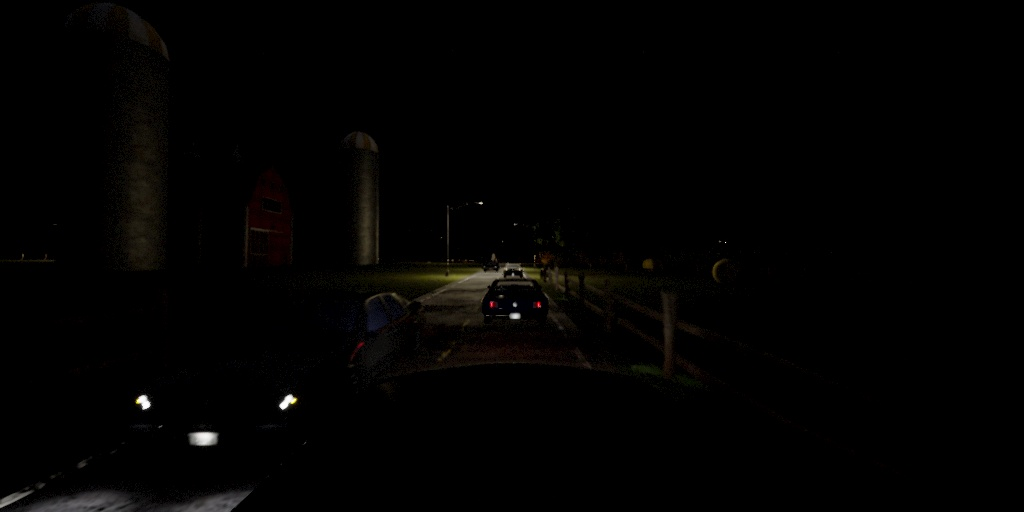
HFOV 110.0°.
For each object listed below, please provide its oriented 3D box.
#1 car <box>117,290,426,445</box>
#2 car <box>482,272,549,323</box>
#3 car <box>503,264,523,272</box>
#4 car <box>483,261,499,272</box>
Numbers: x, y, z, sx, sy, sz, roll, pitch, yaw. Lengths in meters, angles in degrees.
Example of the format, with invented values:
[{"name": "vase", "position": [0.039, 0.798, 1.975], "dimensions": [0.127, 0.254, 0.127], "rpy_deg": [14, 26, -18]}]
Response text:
[{"name": "car", "position": [-2.851, 1.311, 5.975], "dimensions": [2.033, 1.411, 5.357], "rpy_deg": [0, 0, 0]}, {"name": "car", "position": [0.097, 1.385, 12.168], "dimensions": [1.895, 1.301, 4.718], "rpy_deg": [0, 0, 0]}, {"name": "car", "position": [0.104, 1.471, 36.245], "dimensions": [1.895, 1.301, 4.718], "rpy_deg": [0, 0, 0]}, {"name": "car", "position": [-2.823, 1.398, 48.834], "dimensions": [1.882, 1.535, 5.008], "rpy_deg": [0, 0, 0]}]
